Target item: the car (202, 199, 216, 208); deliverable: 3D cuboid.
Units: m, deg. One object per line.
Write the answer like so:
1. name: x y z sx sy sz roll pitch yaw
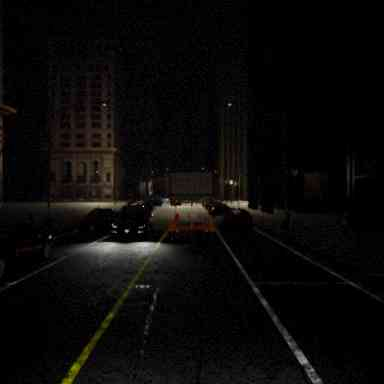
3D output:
1. car: 2.763 1.893 55.151 2.008 1.369 4.403 0 0 0

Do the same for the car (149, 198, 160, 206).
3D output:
1. car: -5.763 1.844 43.869 1.947 1.339 4.313 0 0 0

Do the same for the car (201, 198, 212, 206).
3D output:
1. car: 2.763 1.956 66.433 2.008 1.369 4.403 0 0 0

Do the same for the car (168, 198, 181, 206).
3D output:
1. car: -2.997 1.897 62.536 1.882 1.535 5.008 0 0 0

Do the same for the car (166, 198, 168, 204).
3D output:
1. car: -5.762 1.987 72.073 2.008 1.369 4.403 0 0 0

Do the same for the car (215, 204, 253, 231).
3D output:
1. car: 2.761 1.683 21.308 1.887 1.381 4.507 0 0 0

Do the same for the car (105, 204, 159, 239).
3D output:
1. car: -3.098 1.624 18.247 1.837 1.490 4.892 0 0 0

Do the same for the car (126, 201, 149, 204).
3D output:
1. car: -5.764 1.650 32.588 1.967 1.590 4.097 0 0 0

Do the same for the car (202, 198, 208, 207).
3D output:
1. car: 2.762 1.837 49.681 1.752 1.417 4.829 0 0 0

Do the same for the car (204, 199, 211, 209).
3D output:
1. car: 2.762 1.810 38.229 1.947 1.339 4.313 0 0 0

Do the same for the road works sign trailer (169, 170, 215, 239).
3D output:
1. road works sign trailer: 0.001 0.582 18.050 2.380 3.560 2.880 0 0 0

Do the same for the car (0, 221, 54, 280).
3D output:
1. car: -5.765 1.611 10.024 1.887 1.381 4.507 0 0 0

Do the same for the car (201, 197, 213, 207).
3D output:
1. car: 2.763 1.814 60.793 1.967 1.590 4.097 0 0 0

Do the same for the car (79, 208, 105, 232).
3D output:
1. car: -5.764 1.705 21.305 1.947 1.339 4.313 0 0 0

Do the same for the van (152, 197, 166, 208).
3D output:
1. van: -5.763 1.684 55.152 1.690 1.788 3.998 0 0 0

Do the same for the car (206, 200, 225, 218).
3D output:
1. car: 2.762 1.760 32.589 2.008 1.369 4.403 0 0 0
